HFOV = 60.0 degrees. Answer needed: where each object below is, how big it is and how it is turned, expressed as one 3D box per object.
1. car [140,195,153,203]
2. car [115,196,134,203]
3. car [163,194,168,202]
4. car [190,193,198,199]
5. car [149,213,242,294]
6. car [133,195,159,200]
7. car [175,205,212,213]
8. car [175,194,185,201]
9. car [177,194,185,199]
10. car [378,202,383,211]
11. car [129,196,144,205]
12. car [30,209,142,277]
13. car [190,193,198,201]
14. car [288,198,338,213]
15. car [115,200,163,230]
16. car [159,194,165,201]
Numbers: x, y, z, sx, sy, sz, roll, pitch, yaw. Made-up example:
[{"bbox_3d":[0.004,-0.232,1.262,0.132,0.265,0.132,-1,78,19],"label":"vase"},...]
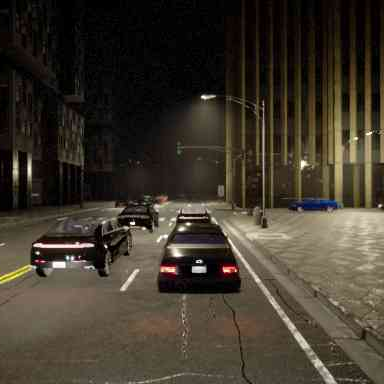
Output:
[{"bbox_3d":[-9.367,1.375,68.730,2.033,1.411,5.357,0,0,0],"label":"car"},{"bbox_3d":[-9.581,1.441,47.130,1.812,1.442,4.674,0,0,0],"label":"car"},{"bbox_3d":[-6.112,1.185,69.587,2.097,1.767,4.553,0,0,0],"label":"car"},{"bbox_3d":[0.492,1.118,87.500,2.128,1.511,4.902,0,0,0],"label":"car"},{"bbox_3d":[0.148,1.544,8.934,2.033,1.411,5.357,0,0,0],"label":"car"},{"bbox_3d":[-6.337,1.409,46.499,2.128,1.511,4.902,0,0,1],"label":"car"},{"bbox_3d":[0.103,1.476,18.678,2.128,1.511,4.902,0,0,0],"label":"car"},{"bbox_3d":[-2.817,1.317,77.097,2.128,1.511,4.902,0,0,0],"label":"car"},{"bbox_3d":[-2.758,1.187,87.549,1.895,1.301,4.718,0,0,0],"label":"car"},{"bbox_3d":[22.197,1.343,34.989,4.902,1.511,2.128,0,0,0],"label":"car"},{"bbox_3d":[-9.512,1.403,57.290,1.812,1.442,4.674,0,0,1],"label":"car"},{"bbox_3d":[-3.095,1.487,10.211,2.128,1.511,4.902,0,0,0],"label":"car"},{"bbox_3d":[0.433,1.292,77.078,1.837,1.490,4.892,0,0,0],"label":"car"},{"bbox_3d":[12.730,1.369,35.024,5.008,1.535,1.882,0,0,1],"label":"car"},{"bbox_3d":[-3.043,1.461,19.586,1.882,1.535,5.008,0,0,0],"label":"car"},{"bbox_3d":[-6.272,1.481,56.484,1.895,1.301,4.718,0,0,1],"label":"car"}]
